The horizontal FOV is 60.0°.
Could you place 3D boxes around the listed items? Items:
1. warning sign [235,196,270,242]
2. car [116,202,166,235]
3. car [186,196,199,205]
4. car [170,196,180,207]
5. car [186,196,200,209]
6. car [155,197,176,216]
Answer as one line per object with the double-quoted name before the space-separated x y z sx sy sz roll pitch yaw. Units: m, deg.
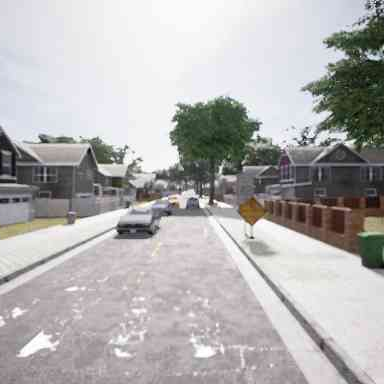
"warning sign" 2.519 1.094 13.984 1.300 1.860 1.060 0 0 0
"car" -2.851 1.517 18.766 2.033 1.411 5.357 0 0 0
"car" 0.097 1.402 57.646 2.033 1.411 5.357 0 0 0
"car" -2.752 1.368 47.756 1.882 1.535 5.008 0 0 0
"car" 0.106 1.443 44.259 2.033 1.411 5.357 0 0 0
"car" -2.851 1.461 31.700 1.812 1.442 4.674 0 0 0
